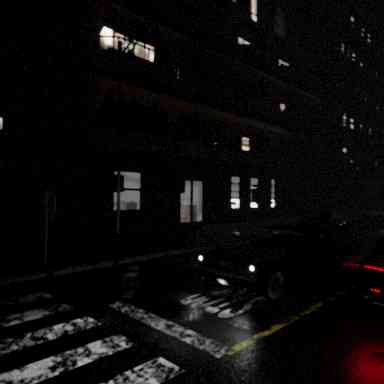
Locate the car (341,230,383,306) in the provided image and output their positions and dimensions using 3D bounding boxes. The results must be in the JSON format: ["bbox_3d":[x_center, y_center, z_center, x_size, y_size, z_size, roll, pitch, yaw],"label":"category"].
[{"bbox_3d":[5.127,1.490,7.017,4.892,1.490,1.837,0,0,-44],"label":"car"}]

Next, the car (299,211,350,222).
[{"bbox_3d":[6.155,1.566,15.901,4.206,1.307,1.802,0,1,-44],"label":"car"}]

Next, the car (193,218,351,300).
[{"bbox_3d":[2.255,1.593,8.581,4.718,1.301,1.895,0,0,-43],"label":"car"}]

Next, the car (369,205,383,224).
[{"bbox_3d":[14.006,1.490,23.480,4.829,1.417,1.752,0,1,-44],"label":"car"}]
